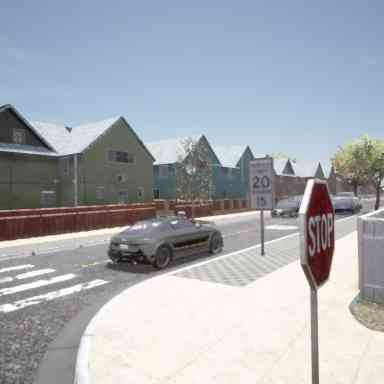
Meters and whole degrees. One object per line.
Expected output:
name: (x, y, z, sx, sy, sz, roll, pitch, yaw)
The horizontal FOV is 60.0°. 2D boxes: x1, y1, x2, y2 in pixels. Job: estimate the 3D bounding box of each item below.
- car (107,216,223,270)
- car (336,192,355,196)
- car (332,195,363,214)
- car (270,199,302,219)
car: (-0.715, 1.493, 10.981, 1.994, 1.385, 4.181, -2, -1, 37)
car: (19.696, 1.067, 42.974, 2.150, 2.045, 5.566, -2, -1, 37)
car: (14.962, 1.295, 31.899, 1.994, 1.385, 4.181, -2, -1, 37)
car: (8.127, 1.347, 27.694, 2.128, 1.511, 4.902, -2, -1, 37)
